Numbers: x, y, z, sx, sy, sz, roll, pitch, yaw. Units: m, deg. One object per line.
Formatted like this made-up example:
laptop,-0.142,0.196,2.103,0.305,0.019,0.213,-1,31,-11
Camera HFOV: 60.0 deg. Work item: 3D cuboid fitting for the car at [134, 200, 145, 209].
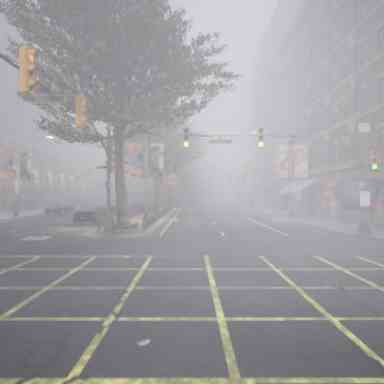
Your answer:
car,-8.012,1.938,49.805,2.033,1.411,5.357,0,0,0

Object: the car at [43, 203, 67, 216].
car,-14.738,1.887,37.140,1.895,1.301,4.718,0,0,0

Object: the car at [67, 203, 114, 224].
car,-8.090,1.690,26.993,1.882,1.535,5.008,0,0,0

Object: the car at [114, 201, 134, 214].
car,-8.071,1.855,37.039,1.994,1.385,4.181,0,0,0
